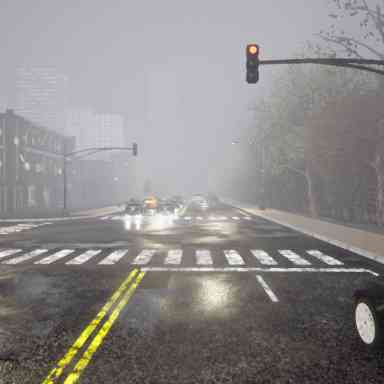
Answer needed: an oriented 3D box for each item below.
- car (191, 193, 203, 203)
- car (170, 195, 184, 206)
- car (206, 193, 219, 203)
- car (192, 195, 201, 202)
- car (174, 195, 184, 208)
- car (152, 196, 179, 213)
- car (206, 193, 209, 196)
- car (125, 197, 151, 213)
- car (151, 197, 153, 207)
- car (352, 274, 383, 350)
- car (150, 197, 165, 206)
[{"bbox_3d":[1.083,1.196,66.110,2.150,2.045,5.566,0,0,1],"label":"car"},{"bbox_3d":[-2.496,1.331,56.472,2.097,1.767,4.553,0,0,1],"label":"car"},{"bbox_3d":[4.332,1.479,66.146,1.837,1.490,4.892,0,0,1],"label":"car"},{"bbox_3d":[1.137,1.509,76.734,2.033,1.411,5.357,0,0,1],"label":"car"},{"bbox_3d":[-2.651,1.476,46.181,2.128,1.511,4.902,0,0,1],"label":"car"},{"bbox_3d":[-2.847,1.480,36.673,2.128,1.511,4.902,0,0,-2],"label":"car"},{"bbox_3d":[4.387,1.194,76.609,2.150,2.045,5.566,0,0,1],"label":"car"},{"bbox_3d":[-6.063,1.480,36.344,2.128,1.511,4.902,0,0,-1],"label":"car"},{"bbox_3d":[-5.905,1.462,45.856,1.882,1.535,5.008,0,0,1],"label":"car"},{"bbox_3d":[3.394,1.477,3.191,1.882,1.535,5.008,0,0,1],"label":"car"},{"bbox_3d":[-5.739,1.544,55.907,1.994,1.385,4.181,0,0,2],"label":"car"}]
